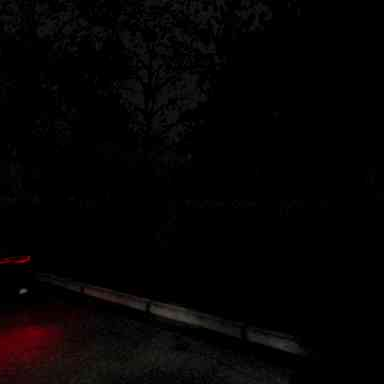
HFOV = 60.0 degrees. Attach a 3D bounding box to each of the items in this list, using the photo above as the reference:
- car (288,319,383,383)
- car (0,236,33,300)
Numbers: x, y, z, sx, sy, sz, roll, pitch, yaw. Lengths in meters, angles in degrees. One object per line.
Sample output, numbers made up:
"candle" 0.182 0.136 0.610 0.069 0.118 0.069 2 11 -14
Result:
"car" 2.646 1.350 1.476 4.553 1.767 2.097 0 0 36
"car" -5.539 1.492 7.378 5.008 1.535 1.882 0 0 36
